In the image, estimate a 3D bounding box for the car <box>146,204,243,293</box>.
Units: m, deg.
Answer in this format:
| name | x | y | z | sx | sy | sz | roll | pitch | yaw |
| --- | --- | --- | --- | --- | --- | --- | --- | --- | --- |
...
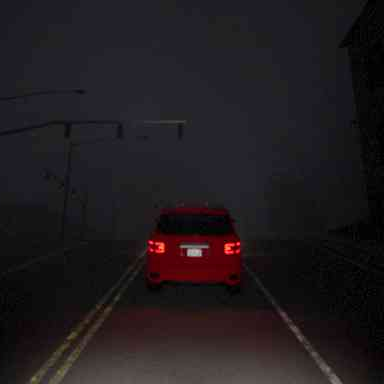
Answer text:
| name | x | y | z | sx | sy | sz | roll | pitch | yaw |
| --- | --- | --- | --- | --- | --- | --- | --- | --- | --- |
| car | 0.080 | 1.343 | 9.332 | 2.150 | 2.045 | 5.566 | 1 | -1 | 1 |
